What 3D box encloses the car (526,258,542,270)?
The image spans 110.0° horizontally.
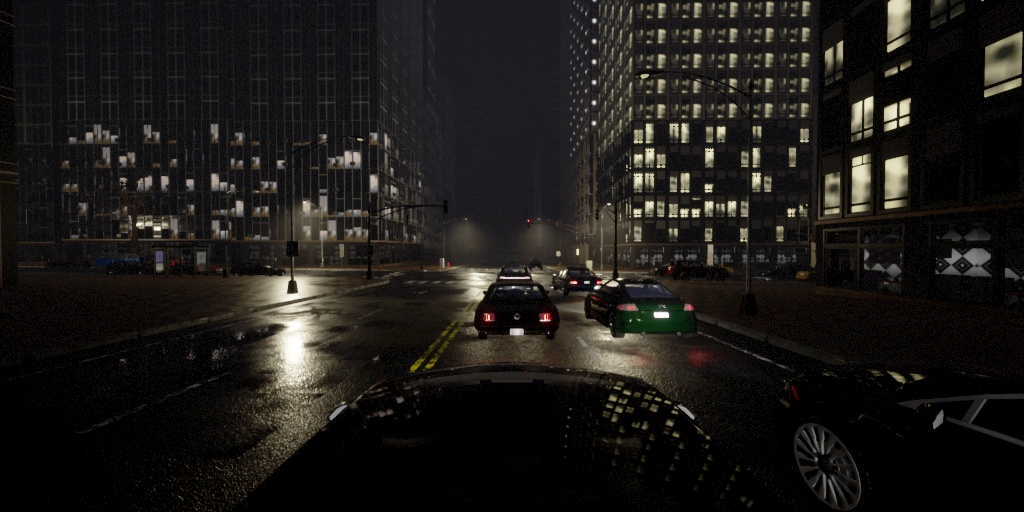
[{"bbox_3d":[3.388,1.219,52.639,1.837,1.490,4.892,0,0,0],"label":"car"}]

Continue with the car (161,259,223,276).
[{"bbox_3d":[-28.372,1.138,32.258,4.207,1.307,1.802,0,0,1],"label":"car"}]

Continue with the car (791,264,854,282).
[{"bbox_3d":[27.683,1.578,31.315,4.829,1.417,1.751,0,0,1],"label":"car"}]

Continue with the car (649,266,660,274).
[{"bbox_3d":[16.493,1.426,37.303,4.181,1.385,1.994,0,1,1],"label":"car"}]

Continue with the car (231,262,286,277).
[{"bbox_3d":[-22.689,1.173,32.116,4.313,1.339,1.948,0,0,1],"label":"car"}]

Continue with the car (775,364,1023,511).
[{"bbox_3d":[3.339,1.242,1.337,2.128,1.511,4.902,0,0,0],"label":"car"}]

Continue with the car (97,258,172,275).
[{"bbox_3d":[-34.053,1.069,32.440,4.313,1.339,1.948,0,0,1],"label":"car"}]

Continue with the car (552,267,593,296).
[{"bbox_3d":[3.409,1.288,19.396,2.033,1.411,5.357,0,0,-3],"label":"car"}]

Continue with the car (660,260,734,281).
[{"bbox_3d":[16.235,1.268,31.529,5.009,1.841,2.192,0,0,1],"label":"car"}]

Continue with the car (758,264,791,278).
[{"bbox_3d":[28.655,1.515,37.075,5.357,1.411,2.033,0,1,1],"label":"car"}]

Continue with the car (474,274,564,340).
[{"bbox_3d":[0.110,1.347,9.941,1.895,1.301,4.718,0,0,0],"label":"car"}]

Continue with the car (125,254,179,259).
[{"bbox_3d":[-37.777,0.726,38.351,4.553,1.767,2.097,1,1,1],"label":"car"}]

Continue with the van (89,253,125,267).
[{"bbox_3d":[-45.231,0.605,41.118,3.998,1.789,1.690,0,0,1],"label":"van"}]

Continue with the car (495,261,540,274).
[{"bbox_3d":[0.124,1.232,19.197,2.128,1.511,4.902,0,0,0],"label":"car"}]

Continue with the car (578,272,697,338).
[{"bbox_3d":[3.369,1.310,10.167,1.994,1.385,4.181,0,0,-1],"label":"car"}]
